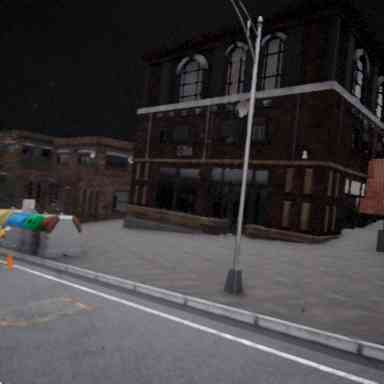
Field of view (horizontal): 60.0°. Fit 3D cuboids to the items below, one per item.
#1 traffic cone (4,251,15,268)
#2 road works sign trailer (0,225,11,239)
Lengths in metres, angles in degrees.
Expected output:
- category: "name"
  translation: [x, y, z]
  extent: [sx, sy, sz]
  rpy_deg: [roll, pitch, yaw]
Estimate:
- category: "traffic cone"
  translation: [-6.893, 2.551, 12.589]
  extent: [0.340, 0.580, 0.340]
  rpy_deg: [4, -4, -38]
- category: "road works sign trailer"
  translation: [-9.015, 1.660, 12.323]
  extent: [2.380, 2.880, 3.560]
  rpy_deg: [47, -18, -10]
